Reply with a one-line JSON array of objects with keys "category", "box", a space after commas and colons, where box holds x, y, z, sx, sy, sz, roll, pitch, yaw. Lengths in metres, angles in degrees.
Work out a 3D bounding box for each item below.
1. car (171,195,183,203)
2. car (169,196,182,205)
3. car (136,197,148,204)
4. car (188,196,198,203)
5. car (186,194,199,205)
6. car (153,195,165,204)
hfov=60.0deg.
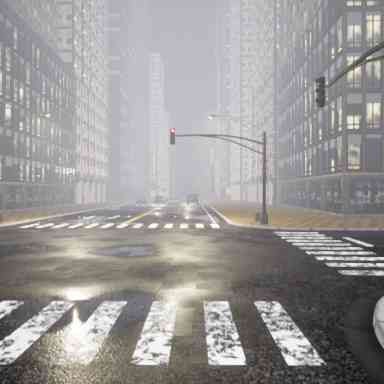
[{"category": "car", "box": [-3.110, 1.482, 70.178, 2.128, 1.511, 4.902, 0, 0, 0]}, {"category": "car", "box": [-3.130, 1.691, 60.206, 1.895, 1.301, 4.718, 0, 0, 0]}, {"category": "car", "box": [-9.622, 1.651, 64.357, 2.033, 1.411, 5.357, 0, 0, 0]}, {"category": "car", "box": [0.141, 1.527, 70.588, 1.994, 1.385, 4.181, 0, 0, 0]}, {"category": "car", "box": [0.120, 1.311, 60.201, 2.150, 2.045, 5.566, 0, 0, 0]}, {"category": "car", "box": [-6.372, 1.456, 64.381, 2.097, 1.767, 4.553, 0, 0, 0]}]
